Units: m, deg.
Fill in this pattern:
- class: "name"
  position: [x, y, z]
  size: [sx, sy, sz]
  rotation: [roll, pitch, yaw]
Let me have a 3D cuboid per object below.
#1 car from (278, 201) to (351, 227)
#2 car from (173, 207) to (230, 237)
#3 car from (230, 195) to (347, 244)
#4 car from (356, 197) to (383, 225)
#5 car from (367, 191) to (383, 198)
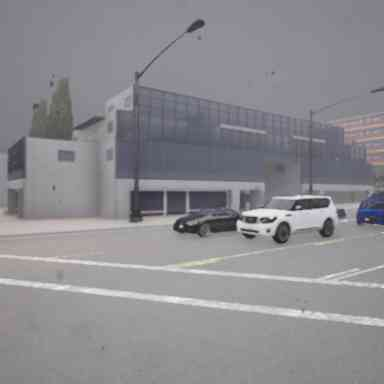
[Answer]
- class: "car"
  position: [8.586, 1.463, 23.075]
  size: [5.357, 1.411, 2.033]
  rotation: [-1, 1, -36]
- class: "car"
  position: [1.083, 1.524, 17.692]
  size: [4.181, 1.385, 1.994]
  rotation: [0, 0, -36]
- class: "car"
  position: [4.750, 1.178, 16.014]
  size: [5.566, 2.045, 2.150]
  rotation: [0, 0, -35]
- class: "car"
  position: [12.663, 1.360, 21.690]
  size: [5.008, 1.535, 1.882]
  rotation: [-1, 1, -36]
- class: "car"
  position: [16.860, 0.963, 29.001]
  size: [5.566, 2.045, 2.150]
  rotation: [-2, 1, -36]
